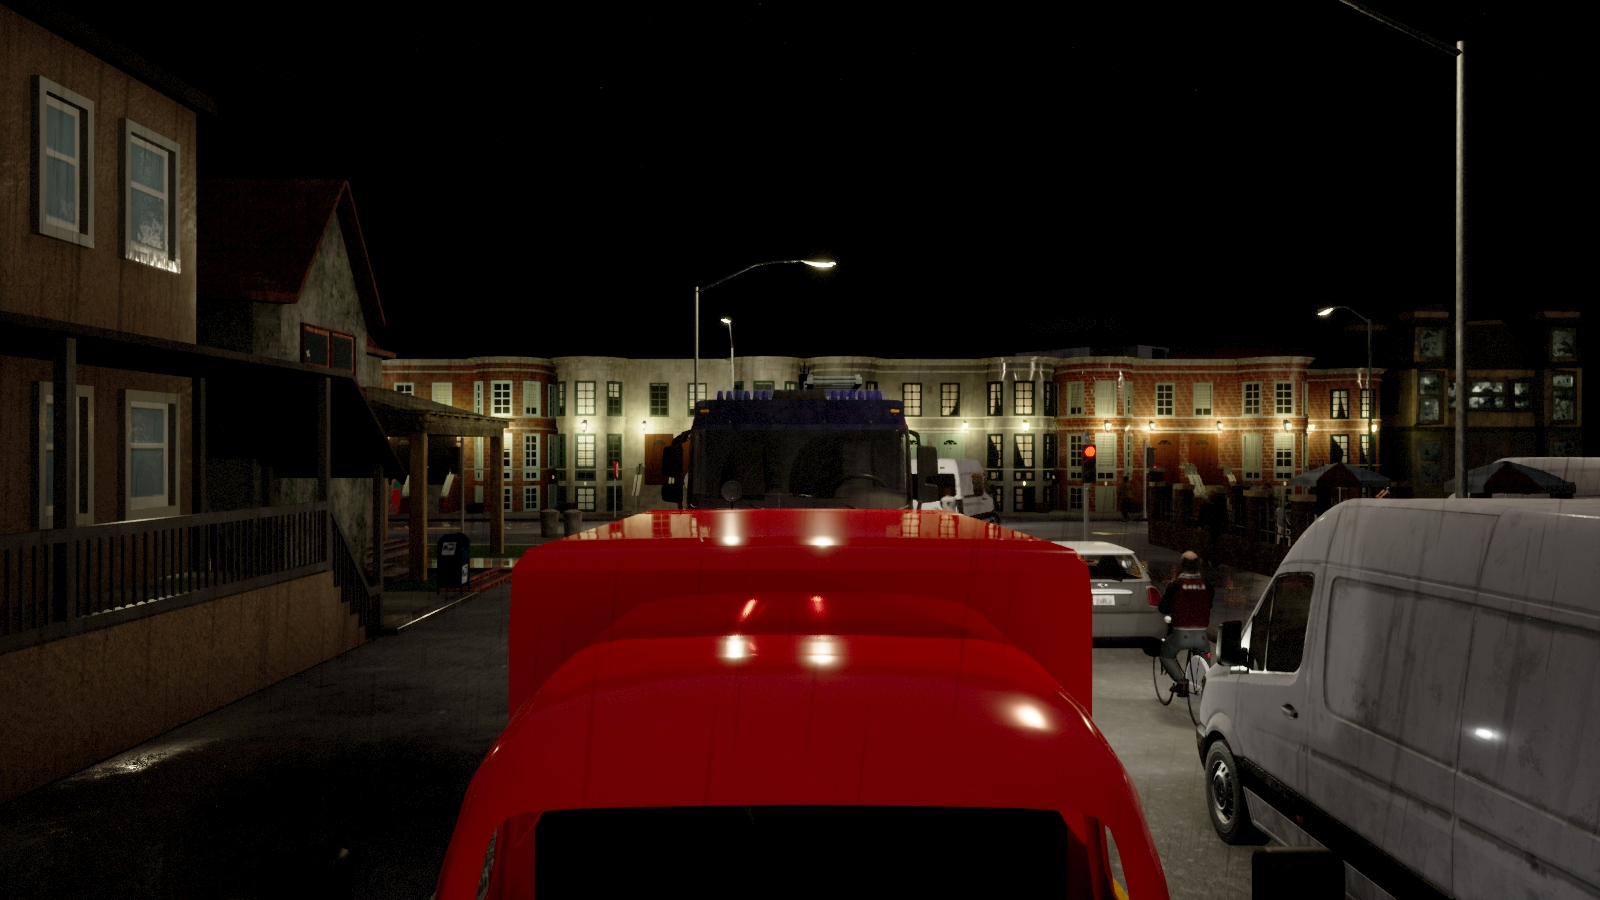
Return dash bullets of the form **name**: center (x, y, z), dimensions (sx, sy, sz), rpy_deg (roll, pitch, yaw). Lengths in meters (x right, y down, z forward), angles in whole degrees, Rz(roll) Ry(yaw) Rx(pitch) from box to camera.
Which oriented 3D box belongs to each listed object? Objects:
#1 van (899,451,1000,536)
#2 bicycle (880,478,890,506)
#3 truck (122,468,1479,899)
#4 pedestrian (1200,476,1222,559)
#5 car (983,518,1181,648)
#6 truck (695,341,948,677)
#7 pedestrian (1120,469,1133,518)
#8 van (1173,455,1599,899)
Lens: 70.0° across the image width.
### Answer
- **van**: center (5.037, 1.330, 37.620), dimensions (1.988, 2.561, 5.915), rpy_deg (-1, 0, 21)
- **bicycle**: center (4.005, 1.963, 53.762), dimensions (0.329, 1.271, 1.835), rpy_deg (0, 0, 0)
- **truck**: center (-0.002, 1.351, 4.813), dimensions (2.627, 2.467, 5.204), rpy_deg (0, 0, 0)
- **pedestrian**: center (9.356, 1.529, 26.025), dimensions (0.375, 1.860, 0.375), rpy_deg (0, 0, -1)
- **car**: center (3.996, 1.852, 16.834), dimensions (1.970, 1.475, 3.806), rpy_deg (0, 0, 0)
- **truck**: center (0.275, 0.678, 17.256), dimensions (2.891, 3.827, 8.468), rpy_deg (0, 0, 0)
- **pedestrian**: center (12.513, 1.647, 43.732), dimensions (0.375, 1.860, 0.375), rpy_deg (0, 0, -4)
- **van**: center (4.008, 1.318, 6.281), dimensions (1.988, 2.561, 5.915), rpy_deg (0, 0, 0)
